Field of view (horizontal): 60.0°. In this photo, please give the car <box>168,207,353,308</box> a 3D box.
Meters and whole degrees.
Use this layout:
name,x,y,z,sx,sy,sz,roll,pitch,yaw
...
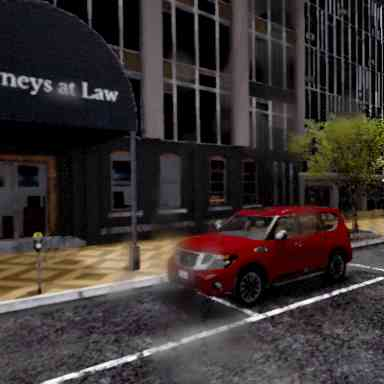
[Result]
name,x,y,z,sx,sy,sz,roll,pitch,yaw
car,1.877,1.308,8.049,5.009,1.841,2.192,0,-1,-36
